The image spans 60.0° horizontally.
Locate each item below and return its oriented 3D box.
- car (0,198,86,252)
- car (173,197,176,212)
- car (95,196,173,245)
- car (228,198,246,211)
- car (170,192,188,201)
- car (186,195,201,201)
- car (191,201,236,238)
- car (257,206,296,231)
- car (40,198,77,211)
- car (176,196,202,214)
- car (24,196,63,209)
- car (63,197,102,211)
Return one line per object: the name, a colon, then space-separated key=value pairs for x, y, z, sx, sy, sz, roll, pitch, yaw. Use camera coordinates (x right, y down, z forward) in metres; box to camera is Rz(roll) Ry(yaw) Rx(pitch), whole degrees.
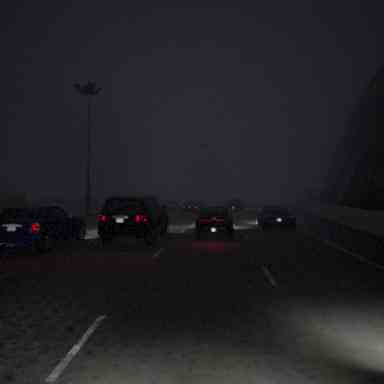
car: x=-6.158 y=1.315 z=13.825 sx=2.097 sy=1.767 sz=4.553 roll=0 pitch=0 yaw=4
car: x=-2.451 y=1.521 z=37.599 sx=1.895 sy=1.301 sz=4.718 roll=0 pitch=0 yaw=13
car: x=-2.528 y=1.187 z=15.493 sx=2.150 sy=2.045 sz=5.566 roll=0 pitch=0 yaw=6
car: x=5.160 y=1.434 z=39.251 sx=1.837 sy=1.490 sz=4.892 roll=0 pitch=0 yaw=14
car: x=-3.031 y=1.031 z=79.002 sx=2.150 sy=2.045 sz=5.566 roll=0 pitch=0 yaw=24
car: x=0.300 y=1.368 z=77.869 sx=1.994 sy=1.385 sz=4.181 roll=0 pitch=0 yaw=24
car: x=1.247 y=1.471 z=17.650 sx=1.837 sy=1.490 sz=4.892 roll=0 pitch=0 yaw=6
car: x=5.155 y=1.530 z=20.634 sx=1.994 sy=1.385 sz=4.181 roll=0 pitch=0 yaw=8
car: x=-16.271 y=1.494 z=40.791 sx=1.895 sy=1.301 sz=4.718 roll=0 pitch=0 yaw=13
car: x=0.303 y=1.480 z=33.917 sx=2.033 sy=1.411 sz=5.357 roll=0 pitch=0 yaw=12
car: x=-19.234 y=1.375 z=43.350 sx=2.128 sy=1.511 sz=4.902 roll=0 pitch=0 yaw=14
car: x=-12.919 y=1.393 z=39.662 sx=2.128 sy=1.511 sz=4.902 roll=0 pitch=0 yaw=13
